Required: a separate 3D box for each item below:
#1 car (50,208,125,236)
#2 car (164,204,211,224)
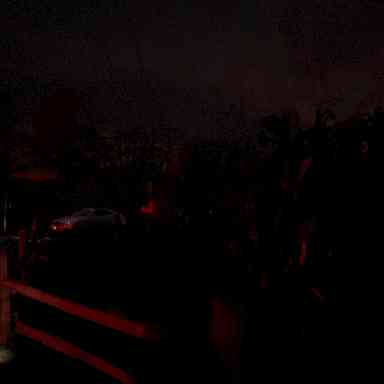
[{"bbox_3d":[-6.083,1.688,19.939,1.812,1.442,4.674,0,0,35],"label":"car"},{"bbox_3d":[-0.280,1.781,27.924,1.837,1.490,4.892,0,0,36],"label":"car"}]
